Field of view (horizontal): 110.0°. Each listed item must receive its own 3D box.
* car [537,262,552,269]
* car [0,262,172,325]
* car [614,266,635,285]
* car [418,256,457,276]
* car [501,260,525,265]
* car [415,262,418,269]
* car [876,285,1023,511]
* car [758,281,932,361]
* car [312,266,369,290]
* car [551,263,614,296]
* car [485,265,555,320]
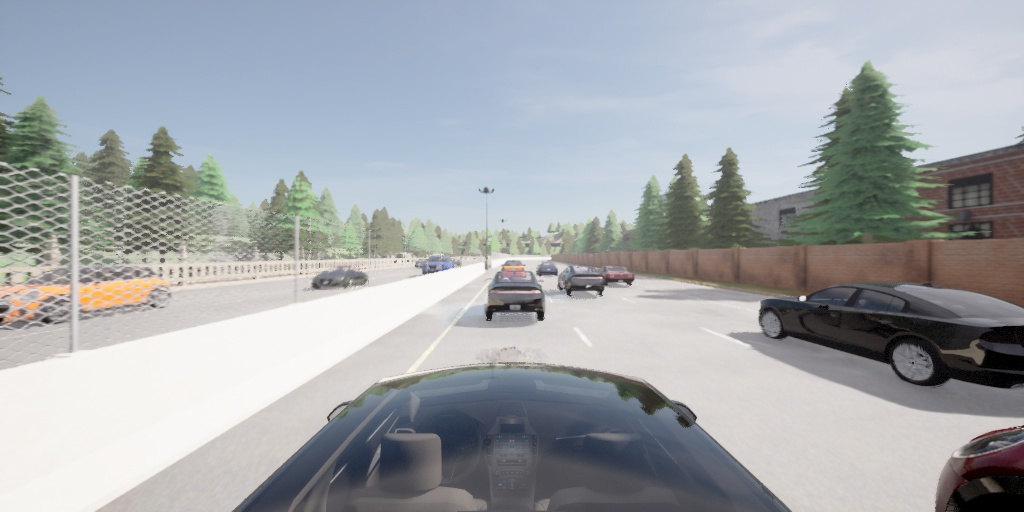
[{"bbox_3d":[3.612,1.311,37.339,1.994,1.385,4.181,0,0,0],"label":"car"},{"bbox_3d":[-14.097,1.100,11.783,2.097,1.767,4.553,0,0,0],"label":"car"},{"bbox_3d":[7.108,1.349,25.631,1.895,1.301,4.718,0,0,0],"label":"car"},{"bbox_3d":[-7.087,0.970,34.730,2.150,2.045,5.566,0,0,0],"label":"car"},{"bbox_3d":[0.109,1.100,30.550,2.097,1.767,4.553,0,0,0],"label":"car"},{"bbox_3d":[-14.102,1.236,57.202,2.128,1.511,4.902,0,0,1],"label":"car"},{"bbox_3d":[3.599,1.102,0.219,2.097,1.767,4.553,0,0,0],"label":"car"},{"bbox_3d":[7.102,1.227,6.957,1.882,1.535,5.008,0,0,0],"label":"car"},{"bbox_3d":[-10.594,1.312,22.377,1.994,1.385,4.181,0,0,0],"label":"car"},{"bbox_3d":[3.606,1.240,19.307,2.128,1.511,4.902,0,0,0],"label":"car"},{"bbox_3d":[0.097,1.241,12.568,2.128,1.511,4.902,0,0,0],"label":"car"}]
